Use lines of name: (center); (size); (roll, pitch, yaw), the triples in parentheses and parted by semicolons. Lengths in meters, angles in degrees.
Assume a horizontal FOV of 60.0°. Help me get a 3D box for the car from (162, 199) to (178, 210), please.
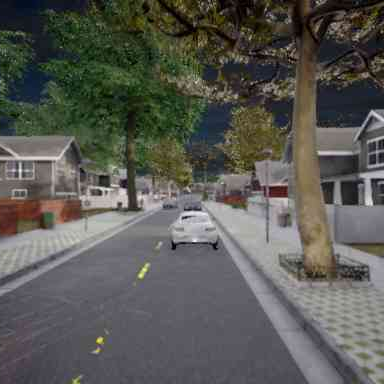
car: (-2.841, 1.621, 43.975); (1.994, 1.385, 4.181); (0, 0, 0)

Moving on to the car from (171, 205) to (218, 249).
car: (0.097, 1.534, 14.577); (1.812, 1.442, 4.674); (0, 0, 0)

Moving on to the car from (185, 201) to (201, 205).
car: (0.094, 1.642, 36.169); (1.895, 1.301, 4.718); (0, 0, 0)
